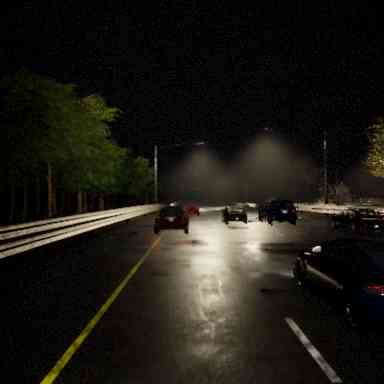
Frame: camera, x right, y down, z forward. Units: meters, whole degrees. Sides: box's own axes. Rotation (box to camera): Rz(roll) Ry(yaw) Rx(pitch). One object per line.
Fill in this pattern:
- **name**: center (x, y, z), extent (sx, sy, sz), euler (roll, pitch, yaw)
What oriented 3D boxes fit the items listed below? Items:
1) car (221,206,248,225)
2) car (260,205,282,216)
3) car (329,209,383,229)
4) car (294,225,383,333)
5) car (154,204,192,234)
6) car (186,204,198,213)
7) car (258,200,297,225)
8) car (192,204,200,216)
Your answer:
- **car**: center (3.599, 1.962, 28.890), extent (2.128, 1.511, 4.902), euler (0, -1, 0)
- **car**: center (10.599, 2.450, 44.975), extent (1.895, 1.301, 4.718), euler (0, -1, 0)
- **car**: center (10.599, 1.816, 21.543), extent (2.128, 1.511, 4.902), euler (0, -1, 0)
- **car**: center (3.602, 1.643, 6.917), extent (1.994, 1.385, 4.181), euler (0, -1, 0)
- **car**: center (-1.226, 1.678, 21.693), extent (2.097, 1.767, 4.553), euler (0, -1, 0)
- **car**: center (-0.002, 2.699, 56.082), extent (1.812, 1.442, 4.674), euler (0, -2, 0)
- **car**: center (7.101, 1.676, 28.095), extent (2.150, 2.045, 5.566), euler (0, -1, 0)
- **car**: center (0.031, 2.333, 43.301), extent (1.812, 1.442, 4.674), euler (0, -1, 0)
